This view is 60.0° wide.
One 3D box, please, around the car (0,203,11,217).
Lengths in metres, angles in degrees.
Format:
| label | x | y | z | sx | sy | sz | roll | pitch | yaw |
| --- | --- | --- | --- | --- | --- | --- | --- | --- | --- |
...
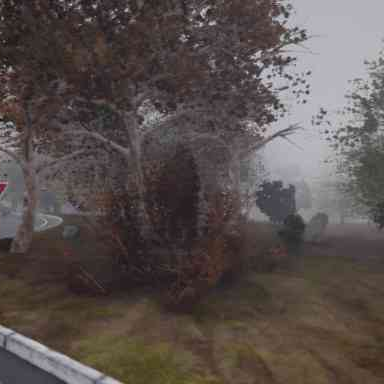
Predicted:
| label | x | y | z | sx | sy | sz | roll | pitch | yaw |
| --- | --- | --- | --- | --- | --- | --- | --- | --- | --- |
| car | -19.048 | 1.658 | 31.215 | 4.718 | 1.301 | 1.895 | 0 | 0 | 36 |
